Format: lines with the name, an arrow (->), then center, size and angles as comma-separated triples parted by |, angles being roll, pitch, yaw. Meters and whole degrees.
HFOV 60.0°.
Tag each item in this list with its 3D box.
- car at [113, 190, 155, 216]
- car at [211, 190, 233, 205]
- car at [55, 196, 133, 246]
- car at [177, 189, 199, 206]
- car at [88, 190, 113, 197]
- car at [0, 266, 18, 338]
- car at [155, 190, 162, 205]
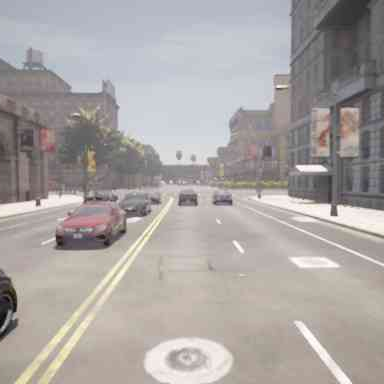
car -> -3.913, 0.779, 23.235 | 1.837, 1.490, 4.892 | 0, 2, -1
car -> 3.019, 0.491, 33.714 | 2.033, 1.411, 5.357 | 0, 2, -1
car -> -3.768, 1.113, 13.191 | 1.812, 1.442, 4.674 | 0, 2, -1
car -> -0.407, 0.485, 32.599 | 1.837, 1.490, 4.892 | 0, 2, -1
car -> -7.372, 0.555, 27.181 | 1.895, 1.301, 4.718 | 0, 2, -1
car -> -3.633, 1.457, 3.370 | 1.994, 1.385, 4.181 | 0, 2, -1
car -> -4.089, 0.483, 34.101 | 2.033, 1.411, 5.357 | 0, 2, -1
